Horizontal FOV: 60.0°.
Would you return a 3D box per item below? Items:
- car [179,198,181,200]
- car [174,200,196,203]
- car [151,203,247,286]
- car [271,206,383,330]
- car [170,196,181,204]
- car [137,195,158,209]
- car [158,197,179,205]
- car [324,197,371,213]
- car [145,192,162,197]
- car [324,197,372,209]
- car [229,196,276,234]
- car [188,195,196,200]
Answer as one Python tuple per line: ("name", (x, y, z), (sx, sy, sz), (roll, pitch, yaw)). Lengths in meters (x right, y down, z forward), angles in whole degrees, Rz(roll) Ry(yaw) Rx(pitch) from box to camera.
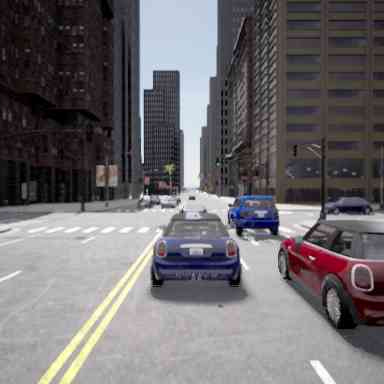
("car", (-3.310, 1.599, 57.230), (1.994, 1.385, 4.181), (0, 0, 1))
("car", (0.104, 1.502, 21.445), (2.128, 1.511, 4.902), (0, 0, 0))
("car", (0.099, 1.357, 9.575), (2.097, 1.767, 4.553), (0, 0, 0))
("car", (3.348, 1.357, 7.060), (2.097, 1.767, 4.553), (0, 0, 0))
("car", (-3.240, 1.608, 67.079), (1.994, 1.385, 4.181), (0, 0, 0))
("car", (-6.588, 1.518, 47.202), (2.128, 1.511, 4.902), (0, 0, 0))
("car", (-3.338, 1.628, 47.849), (1.895, 1.301, 4.718), (0, 0, 3))
("car", (16.684, 1.372, 35.893), (4.097, 1.590, 1.967), (0, 1, 0))
("car", (-6.561, 1.388, 57.109), (2.097, 1.767, 4.553), (0, 0, 0))
("car", (15.358, 1.322, 33.192), (4.553, 1.767, 2.097), (0, 1, -1))
("car", (3.340, 1.231, 18.838), (2.150, 2.045, 5.566), (0, 0, 0))
("car", (0.013, 1.571, 88.554), (1.837, 1.490, 4.892), (0, 0, 0))
